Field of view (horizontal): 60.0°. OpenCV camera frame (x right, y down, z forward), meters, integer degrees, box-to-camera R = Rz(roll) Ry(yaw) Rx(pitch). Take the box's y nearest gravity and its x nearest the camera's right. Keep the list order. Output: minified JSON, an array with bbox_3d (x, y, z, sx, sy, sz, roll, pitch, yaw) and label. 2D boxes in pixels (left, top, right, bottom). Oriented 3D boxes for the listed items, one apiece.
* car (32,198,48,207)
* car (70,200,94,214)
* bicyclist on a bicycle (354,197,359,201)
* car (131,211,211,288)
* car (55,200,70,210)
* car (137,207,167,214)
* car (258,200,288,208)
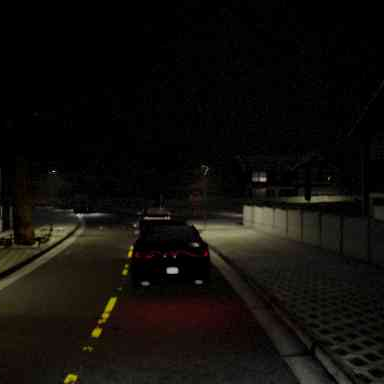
[{"bbox_3d":[-28.300,1.955,61.502,1.882,1.535,5.008,0,0,-43],"label":"car"},{"bbox_3d":[-13.254,1.798,40.626,1.837,1.490,4.892,0,0,-29],"label":"car"},{"bbox_3d":[14.586,1.253,29.434,0.582,1.620,1.656,-1,0,-13],"label":"bicyclist on a bicycle"},{"bbox_3d":[-0.657,1.551,9.588,1.882,1.535,5.008,0,0,-5],"label":"car"},{"bbox_3d":[-19.359,1.897,50.583,1.812,1.442,4.674,0,0,-35],"label":"car"},{"bbox_3d":[-2.281,1.639,20.175,2.128,1.511,4.902,0,0,-9],"label":"car"},{"bbox_3d":[8.086,1.569,33.964,5.357,1.411,2.033,-1,0,-13],"label":"car"}]
